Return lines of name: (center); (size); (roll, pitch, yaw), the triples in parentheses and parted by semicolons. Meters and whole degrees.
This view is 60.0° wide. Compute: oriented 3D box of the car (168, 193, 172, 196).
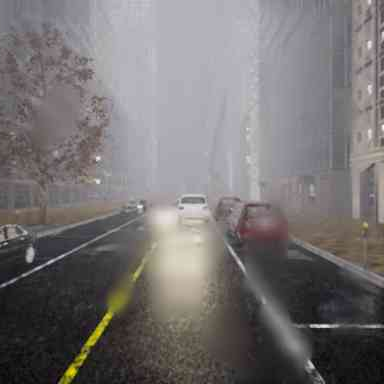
car: (-5.685, 1.378, 71.420); (1.887, 1.381, 4.507); (0, 0, 0)

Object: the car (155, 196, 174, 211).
car: (-3.093, 1.517, 40.299); (1.895, 1.301, 4.718); (0, 0, 0)

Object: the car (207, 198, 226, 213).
car: (2.695, 1.449, 37.423); (1.752, 1.417, 4.829); (0, 0, 0)

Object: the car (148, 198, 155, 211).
car: (-5.686, 1.490, 37.267); (1.947, 1.339, 4.313); (0, 0, 0)

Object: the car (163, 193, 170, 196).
car: (-5.685, 1.416, 60.035); (2.008, 1.369, 4.403); (0, 0, 0)

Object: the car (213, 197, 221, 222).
car: (2.695, 1.265, 25.869); (2.192, 1.841, 5.009); (0, 0, 0)

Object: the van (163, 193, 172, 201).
van: (-5.683, 1.159, 77.112); (1.690, 1.788, 3.998); (0, 0, 0)

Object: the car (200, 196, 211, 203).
car: (2.696, 1.416, 65.715); (1.947, 1.339, 4.313); (0, 0, 0)

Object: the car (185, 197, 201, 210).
car: (0.101, 1.440, 41.317); (1.812, 1.442, 4.674); (0, 0, 0)

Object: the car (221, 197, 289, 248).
car: (2.695, 1.288, 14.485); (2.192, 1.841, 5.009); (0, 0, 0)

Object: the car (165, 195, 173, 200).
car: (-5.684, 1.383, 82.805); (1.802, 1.307, 4.206); (0, 0, 0)

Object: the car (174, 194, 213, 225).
car: (0.100, 1.177, 23.607); (2.150, 2.045, 5.566); (0, 0, 0)

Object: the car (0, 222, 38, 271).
car: (-5.687, 1.535, 8.805); (2.008, 1.369, 4.403); (0, 0, 0)

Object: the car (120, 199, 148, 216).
car: (-5.686, 1.488, 31.574); (2.008, 1.369, 4.403); (0, 0, 0)

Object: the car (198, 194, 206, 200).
car: (2.698, 1.224, 88.481); (1.967, 1.590, 4.097); (0, 0, 0)
